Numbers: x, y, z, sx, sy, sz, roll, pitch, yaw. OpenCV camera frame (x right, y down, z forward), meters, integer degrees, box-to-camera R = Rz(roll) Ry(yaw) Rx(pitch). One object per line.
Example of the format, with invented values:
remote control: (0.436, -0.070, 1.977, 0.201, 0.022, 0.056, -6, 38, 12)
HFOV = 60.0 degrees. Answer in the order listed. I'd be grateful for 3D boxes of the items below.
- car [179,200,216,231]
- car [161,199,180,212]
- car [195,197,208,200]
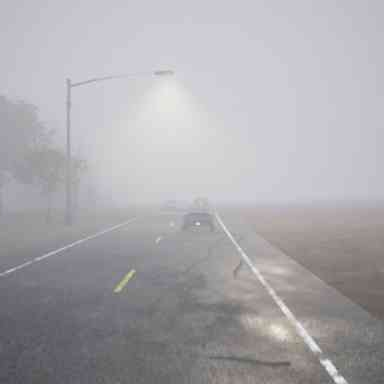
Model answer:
car: (0.411, 1.512, 20.839, 1.837, 1.490, 4.892, 0, 0, 1)
car: (-2.497, 1.575, 39.793, 2.033, 1.411, 5.357, 0, 0, 3)
car: (1.110, 1.358, 39.402, 2.097, 1.767, 4.553, 0, 0, 3)
